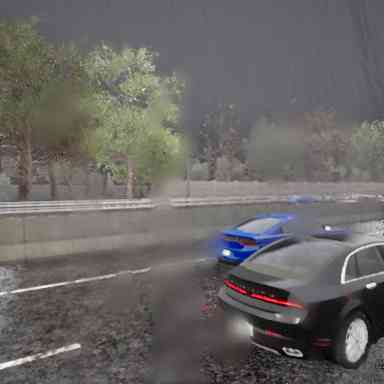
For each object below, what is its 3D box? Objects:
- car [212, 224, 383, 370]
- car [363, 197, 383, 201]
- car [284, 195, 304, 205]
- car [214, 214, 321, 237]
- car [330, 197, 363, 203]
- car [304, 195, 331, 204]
[{"bbox_3d":[2.654,1.457,5.669,4.892,1.490,1.837,-1,1,-35],"label":"car"},{"bbox_3d":[21.343,1.216,36.379,5.357,1.411,2.033,-1,0,-35],"label":"car"},{"bbox_3d":[14.276,1.155,44.134,5.008,1.535,1.882,-1,0,-36],"label":"car"},{"bbox_3d":[2.919,1.404,10.142,5.008,1.535,1.882,-1,1,-35],"label":"car"},{"bbox_3d":[18.620,1.276,38.735,4.718,1.301,1.895,-1,0,-35],"label":"car"},{"bbox_3d":[16.580,1.276,41.579,4.718,1.301,1.895,-1,0,-35],"label":"car"}]
